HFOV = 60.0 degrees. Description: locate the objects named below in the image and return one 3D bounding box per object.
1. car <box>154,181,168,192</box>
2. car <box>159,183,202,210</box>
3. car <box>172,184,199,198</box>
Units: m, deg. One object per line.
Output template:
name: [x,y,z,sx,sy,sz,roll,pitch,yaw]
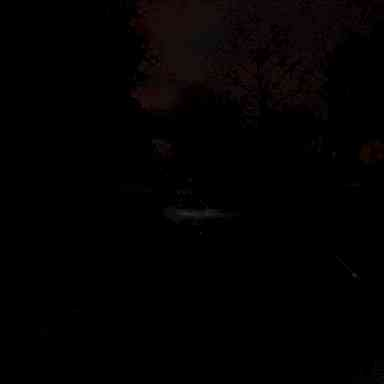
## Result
car: [-4.308,-0.786,48.387,1.882,1.535,5.008,0,3,-16]
car: [-0.767,0.369,24.112,1.882,1.535,5.008,0,3,-16]
car: [-0.831,-0.154,36.569,1.812,1.442,4.674,0,2,-16]
